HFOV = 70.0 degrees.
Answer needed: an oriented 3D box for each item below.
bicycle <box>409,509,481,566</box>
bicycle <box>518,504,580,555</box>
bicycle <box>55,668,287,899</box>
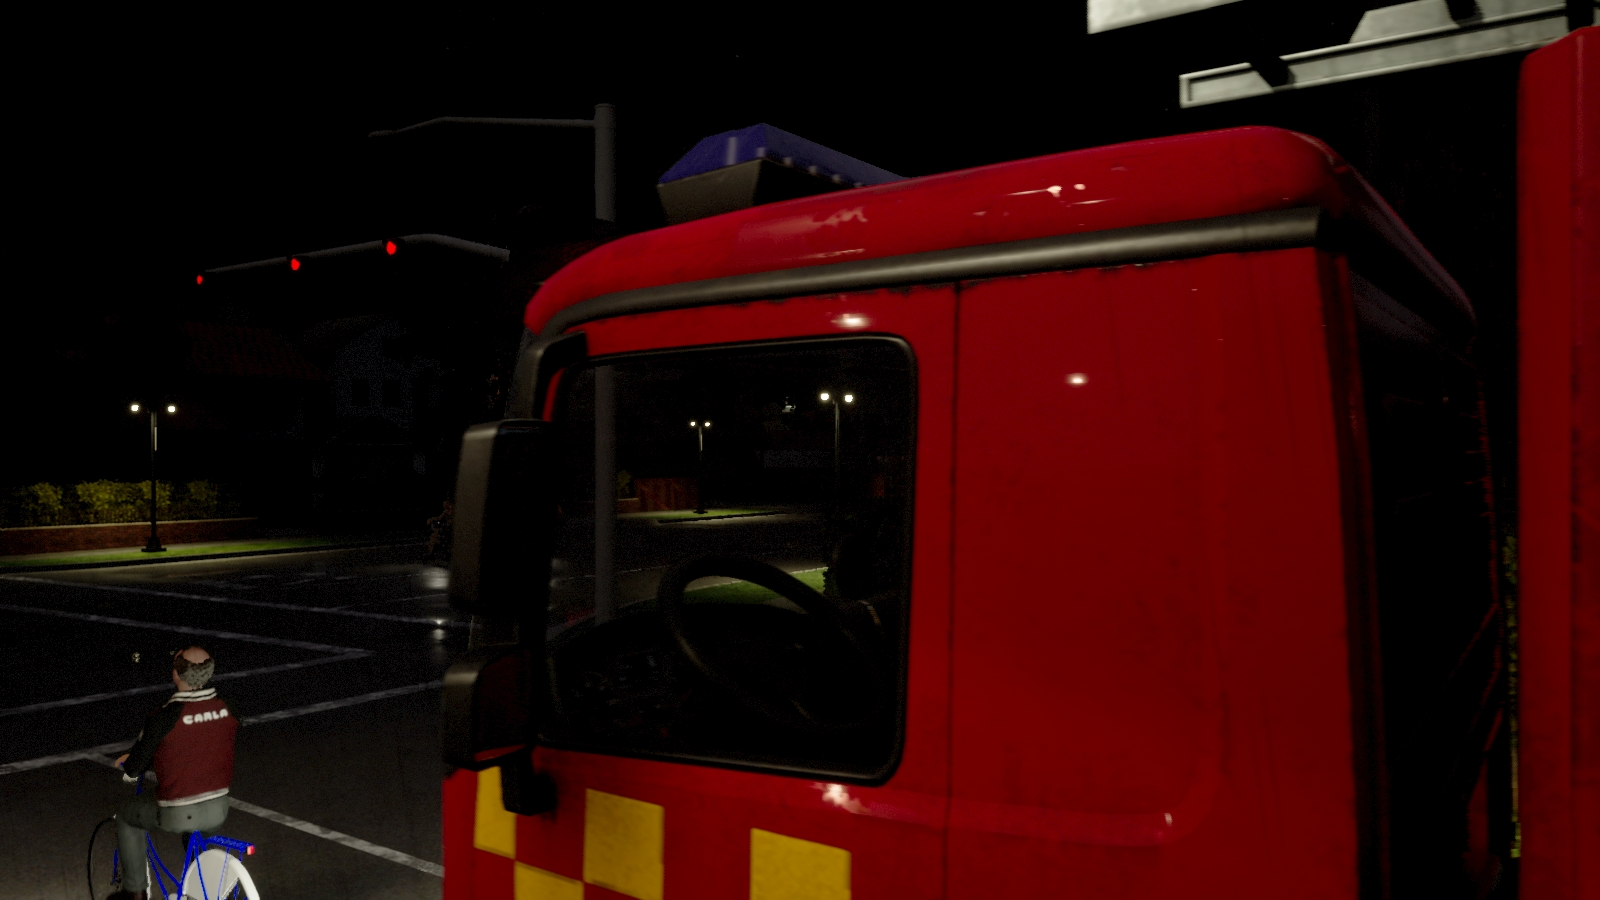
[{"bbox_3d":[-8.821,2.163,28.444,0.859,1.301,1.487,0,0,35],"label":"bicycle"},{"bbox_3d":[-6.889,2.163,31.419,0.859,1.301,1.487,0,0,34],"label":"bicycle"},{"bbox_3d":[-3.444,2.053,6.183,1.835,1.496,0.329,0,0,35],"label":"bicycle"}]
